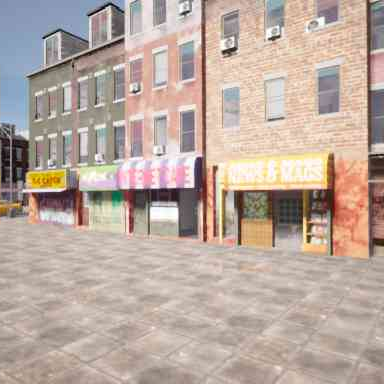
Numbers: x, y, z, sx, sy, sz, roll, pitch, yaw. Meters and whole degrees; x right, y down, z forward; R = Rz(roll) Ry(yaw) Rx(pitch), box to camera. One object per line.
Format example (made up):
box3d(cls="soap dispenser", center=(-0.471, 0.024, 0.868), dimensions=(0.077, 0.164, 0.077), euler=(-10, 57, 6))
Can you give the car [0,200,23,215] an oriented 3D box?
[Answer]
box3d(cls="car", center=(-18.307, 1.480, 30.582), dimensions=(1.882, 1.535, 5.008), euler=(-1, 0, 36))
